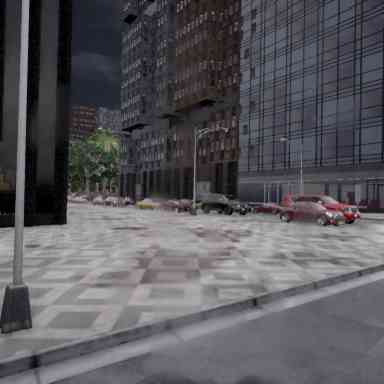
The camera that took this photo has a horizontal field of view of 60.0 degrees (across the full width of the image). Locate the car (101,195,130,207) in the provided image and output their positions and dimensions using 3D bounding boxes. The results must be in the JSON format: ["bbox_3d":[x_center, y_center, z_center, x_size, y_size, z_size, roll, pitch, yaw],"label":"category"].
[{"bbox_3d":[-11.275,1.389,48.574,1.967,1.590,4.097,2,-1,-36],"label":"car"}]

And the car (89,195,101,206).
[{"bbox_3d":[-14.472,1.532,53.034,1.802,1.307,4.206,2,-1,-36],"label":"car"}]

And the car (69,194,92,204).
[{"bbox_3d":[-20.759,1.475,61.823,1.752,1.417,4.829,2,-1,-36],"label":"car"}]

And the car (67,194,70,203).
[{"bbox_3d":[-24.049,1.390,66.425,1.967,1.590,4.097,2,-1,-36],"label":"car"}]

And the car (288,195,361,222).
[{"bbox_3d":[9.301,1.224,24.408,2.150,2.045,5.566,2,-1,-36],"label":"car"}]

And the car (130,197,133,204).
[{"bbox_3d":[-11.405,1.628,58.651,1.812,1.442,4.674,2,-1,-36],"label":"car"}]

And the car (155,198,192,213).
[{"bbox_3d":[-1.696,1.485,35.184,1.887,1.381,4.507,2,-1,-36],"label":"car"}]

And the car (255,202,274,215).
[{"bbox_3d":[8.429,1.744,35.677,1.802,1.307,4.206,2,-1,-36],"label":"car"}]

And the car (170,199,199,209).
[{"bbox_3d":[-1.149,1.723,49.063,2.008,1.369,4.403,2,-1,-36],"label":"car"}]

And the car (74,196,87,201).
[{"bbox_3d":[-29.985,1.699,89.360,1.752,1.417,4.829,2,-1,-36],"label":"car"}]

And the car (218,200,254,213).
[{"bbox_3d":[5.237,1.731,40.139,1.947,1.339,4.313,2,-1,-36],"label":"car"}]

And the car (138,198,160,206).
[{"bbox_3d":[-7.536,1.726,57.988,2.008,1.369,4.403,2,-1,-36],"label":"car"}]

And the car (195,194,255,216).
[{"bbox_3d":[3.145,1.226,33.004,2.150,2.045,5.566,2,-1,-36],"label":"car"}]

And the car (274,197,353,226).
[{"bbox_3d":[7.869,1.371,21.823,1.967,1.590,4.097,2,-1,-37],"label":"car"}]

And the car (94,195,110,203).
[{"bbox_3d":[-20.480,1.517,75.440,2.097,1.767,4.553,2,-1,-36],"label":"car"}]

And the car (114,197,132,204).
[{"bbox_3d":[-13.922,1.741,66.912,1.947,1.339,4.313,2,-1,-36],"label":"car"}]

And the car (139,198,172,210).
[{"bbox_3d":[-4.970,1.564,44.367,2.033,1.411,5.357,2,-1,-35],"label":"car"}]

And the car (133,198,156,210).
[{"bbox_3d":[-4.790,1.469,39.508,1.752,1.417,4.829,2,-1,-36],"label":"car"}]

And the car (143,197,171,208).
[{"bbox_3d":[-5.317,1.593,50.216,2.128,1.511,4.902,2,-1,-35],"label":"car"}]

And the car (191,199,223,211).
[{"bbox_3d":[1.945,1.694,44.740,1.752,1.417,4.829,2,-1,-36],"label":"car"}]

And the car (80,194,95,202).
[{"bbox_3d":[-26.689,1.489,84.763,2.192,1.841,5.009,2,-1,-36],"label":"car"}]
